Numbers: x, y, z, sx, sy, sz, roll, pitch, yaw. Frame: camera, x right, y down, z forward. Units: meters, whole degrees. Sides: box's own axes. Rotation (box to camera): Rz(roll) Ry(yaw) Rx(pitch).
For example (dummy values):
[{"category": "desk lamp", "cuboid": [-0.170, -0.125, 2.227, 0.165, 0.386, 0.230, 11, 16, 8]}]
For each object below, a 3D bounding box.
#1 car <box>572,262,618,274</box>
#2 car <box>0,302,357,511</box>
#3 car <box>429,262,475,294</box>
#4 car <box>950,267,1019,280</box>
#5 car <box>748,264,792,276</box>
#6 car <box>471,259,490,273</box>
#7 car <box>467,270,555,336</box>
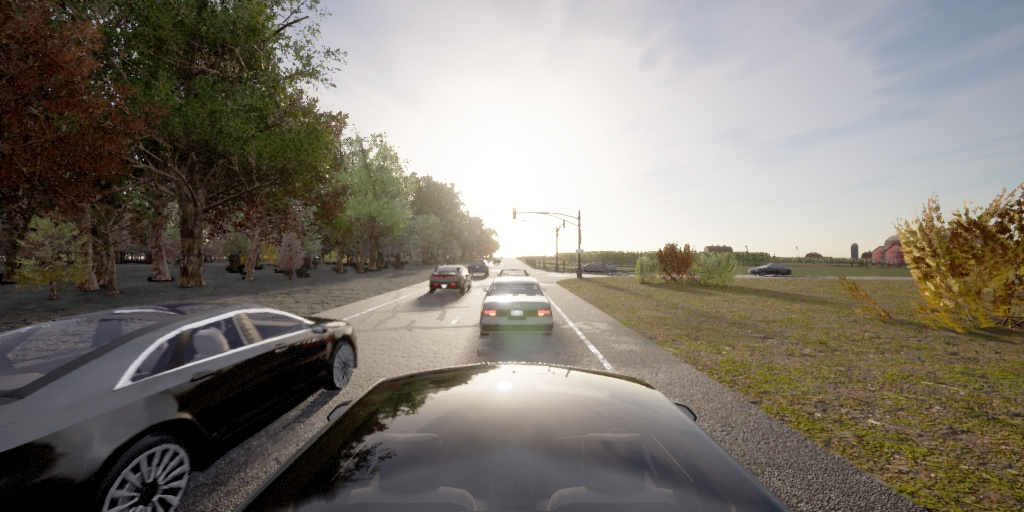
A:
[{"category": "car", "cuboid": [9.964, 1.474, 43.310, 5.357, 1.411, 2.033, 0, -1, 10]}, {"category": "car", "cuboid": [-3.403, 1.241, 3.869, 2.128, 1.511, 4.902, 0, 0, 0]}, {"category": "car", "cuboid": [-3.418, 1.259, 20.462, 1.837, 1.490, 4.892, 0, 0, 0]}, {"category": "car", "cuboid": [51.384, 1.910, 38.888, 4.718, 1.301, 1.895, 1, -1, 1]}, {"category": "car", "cuboid": [30.617, 1.668, 42.595, 4.674, 1.442, 1.812, 1, -1, 0]}, {"category": "car", "cuboid": [-3.434, 1.107, 37.710, 2.097, 1.767, 4.553, 0, 0, 0]}, {"category": "car", "cuboid": [0.087, 1.300, 10.384, 2.033, 1.411, 5.357, 0, 0, 0]}]
